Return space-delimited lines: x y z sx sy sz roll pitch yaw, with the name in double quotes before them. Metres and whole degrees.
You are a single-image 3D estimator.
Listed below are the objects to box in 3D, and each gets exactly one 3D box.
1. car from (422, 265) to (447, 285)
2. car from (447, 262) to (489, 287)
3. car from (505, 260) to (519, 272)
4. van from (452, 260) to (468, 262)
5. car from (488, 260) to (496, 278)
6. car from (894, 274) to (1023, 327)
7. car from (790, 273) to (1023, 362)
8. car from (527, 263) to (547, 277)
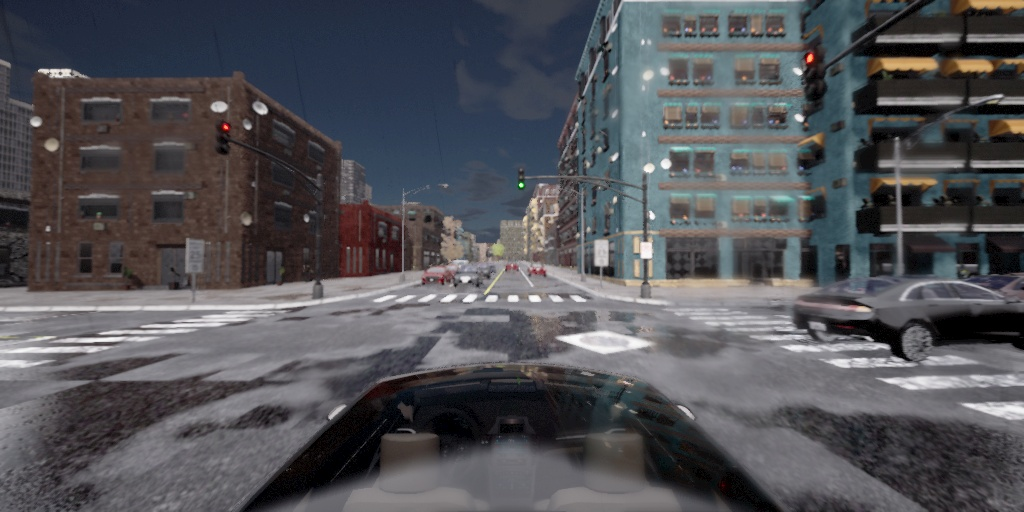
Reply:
"car" -5.767 1.478 27.930 1.888 1.381 4.507 0 0 0
"car" -3.091 1.412 26.200 2.128 1.511 4.902 0 0 0
"car" -0.002 1.479 55.576 2.097 1.767 4.553 0 0 0
"van" -5.691 1.353 39.299 1.690 1.789 3.998 0 0 0
"car" -3.085 1.484 36.443 2.128 1.511 4.902 0 0 0
"car" 14.759 1.275 10.847 4.181 1.385 1.994 0 -1 0
"car" 8.542 1.175 7.546 4.902 1.511 2.128 -1 -2 -8
"car" 2.690 1.453 39.360 1.967 1.591 4.097 0 0 0
